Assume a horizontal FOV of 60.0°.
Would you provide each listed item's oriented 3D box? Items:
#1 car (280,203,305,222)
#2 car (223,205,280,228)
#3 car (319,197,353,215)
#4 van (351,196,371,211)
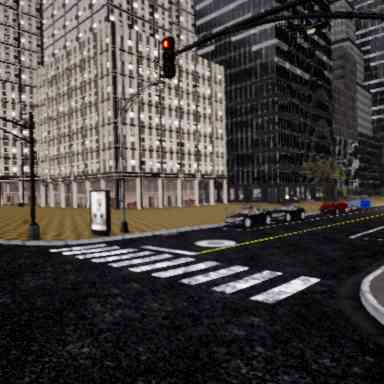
[{"bbox_3d":[7.676,1.625,27.003,2.008,1.369,4.403,-3,-1,43],"label":"car"},{"bbox_3d":[3.895,1.648,22.913,2.008,1.369,4.403,-3,-1,43],"label":"car"},{"bbox_3d":[14.790,1.575,34.631,1.887,1.381,4.507,-3,-1,43],"label":"car"},{"bbox_3d":[20.569,1.337,40.809,1.690,1.788,3.998,-3,-1,43],"label":"van"}]
